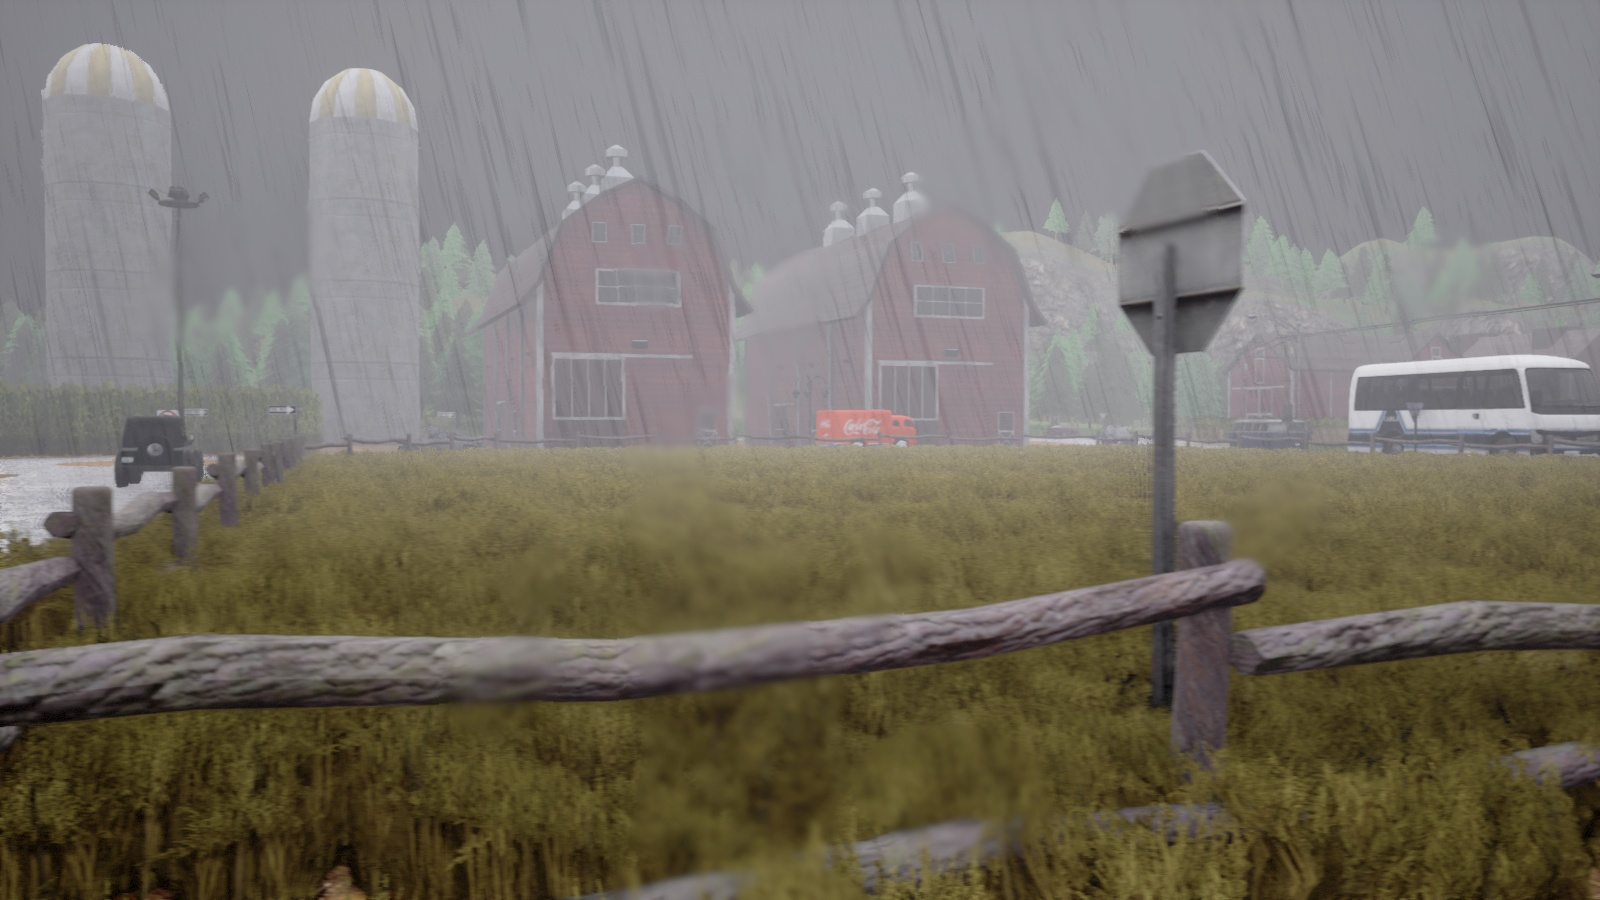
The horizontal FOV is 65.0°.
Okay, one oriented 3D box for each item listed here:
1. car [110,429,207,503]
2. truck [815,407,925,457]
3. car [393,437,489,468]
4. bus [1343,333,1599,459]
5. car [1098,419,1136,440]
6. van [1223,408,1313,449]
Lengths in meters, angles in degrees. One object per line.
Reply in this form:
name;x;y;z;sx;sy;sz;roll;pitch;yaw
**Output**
car;-17.634;0.395;34.688;1.905;1.878;3.866;-2;1;-21
truck;3.716;-0.978;66.848;5.204;2.467;2.627;-2;1;-24
car;-17.728;0.120;62.156;4.181;1.385;1.994;-1;1;-4
bus;25.770;-1.948;47.776;3.944;4.253;10.273;-2;1;-13
car;23.438;-1.533;93.076;2.163;1.488;4.792;-1;1;7
van;23.877;-1.110;64.219;1.775;1.987;4.442;-2;1;-22
